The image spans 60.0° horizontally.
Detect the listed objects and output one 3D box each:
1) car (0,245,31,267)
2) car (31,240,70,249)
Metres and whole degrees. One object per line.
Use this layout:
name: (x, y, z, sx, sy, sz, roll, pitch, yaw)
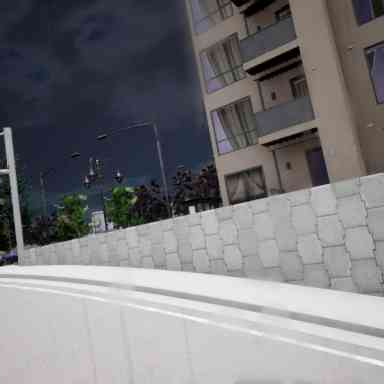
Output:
car: (-15.547, 5.657, 29.599, 2.097, 1.767, 4.553, -15, -9, 35)
car: (-11.080, 4.993, 29.503, 1.882, 1.535, 5.008, -15, -9, 35)
